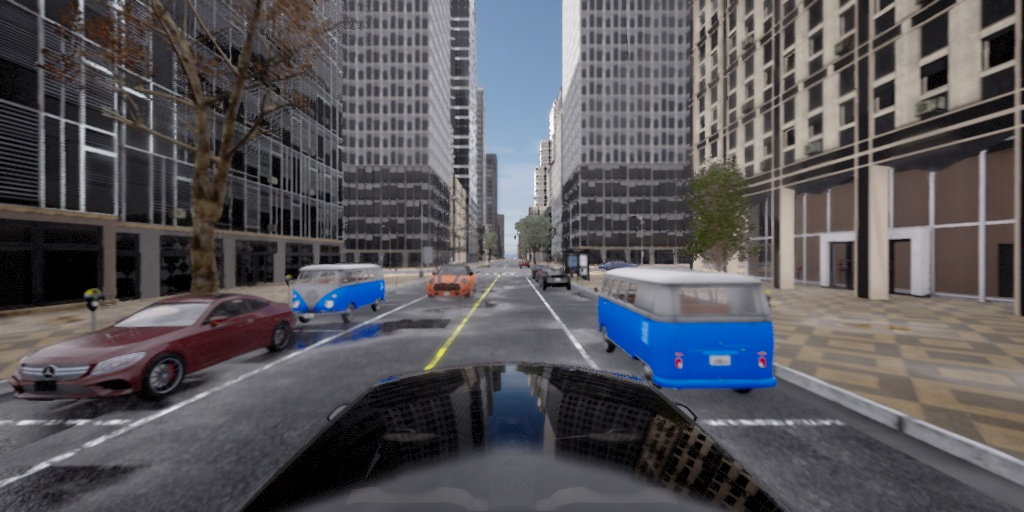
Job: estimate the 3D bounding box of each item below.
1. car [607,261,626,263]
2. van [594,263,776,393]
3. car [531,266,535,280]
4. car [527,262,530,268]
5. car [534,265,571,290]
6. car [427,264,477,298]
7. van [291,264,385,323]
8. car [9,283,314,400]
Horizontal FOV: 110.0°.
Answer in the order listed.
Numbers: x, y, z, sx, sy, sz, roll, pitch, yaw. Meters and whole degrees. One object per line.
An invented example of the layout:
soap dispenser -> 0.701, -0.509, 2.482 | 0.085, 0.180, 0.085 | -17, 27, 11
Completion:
car -> 15.220, 1.353, 51.369 | 5.357, 1.411, 2.033 | -1, 0, -1
van -> 2.690, 1.124, 6.468 | 1.690, 1.789, 3.998 | 0, 0, 0
car -> 2.809, 1.517, 29.200 | 1.802, 1.307, 4.207 | 0, 0, 0
car -> 2.829, 1.539, 34.886 | 1.948, 1.339, 4.313 | 0, 0, 0
car -> 2.749, 1.463, 23.517 | 1.948, 1.339, 4.313 | 0, 0, 0
car -> -3.093, 1.222, 19.236 | 2.097, 1.767, 4.553 | 0, 0, 0
van -> -5.688, 1.163, 12.154 | 1.690, 1.789, 3.998 | 0, 0, 0
car -> -5.690, 1.366, 6.470 | 1.802, 1.307, 4.207 | 0, 0, 0
